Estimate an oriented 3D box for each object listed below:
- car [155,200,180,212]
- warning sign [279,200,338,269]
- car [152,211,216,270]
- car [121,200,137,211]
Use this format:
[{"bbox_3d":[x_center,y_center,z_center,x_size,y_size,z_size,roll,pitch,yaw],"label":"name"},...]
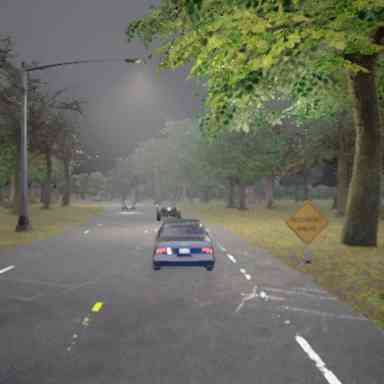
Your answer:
[{"bbox_3d":[-2.288,1.566,30.909,2.097,1.767,4.553,0,0,-8],"label":"car"},{"bbox_3d":[3.303,1.163,9.564,1.300,1.860,1.060,0,0,-3],"label":"warning sign"},{"bbox_3d":[-0.325,1.609,11.239,2.033,1.411,5.357,0,0,-3],"label":"car"},{"bbox_3d":[-8.698,1.843,45.819,2.128,1.511,4.902,0,-1,-12],"label":"car"}]
